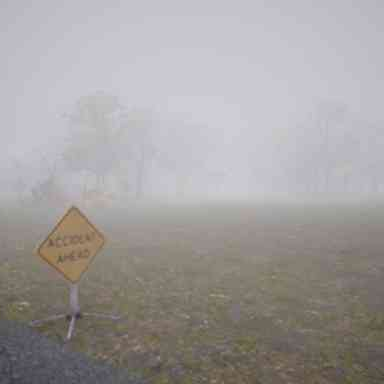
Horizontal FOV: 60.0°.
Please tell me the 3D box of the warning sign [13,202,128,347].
[{"bbox_3d":[-1.875,1.122,5.251,1.060,1.860,1.300,-1,0,35],"label":"warning sign"}]
